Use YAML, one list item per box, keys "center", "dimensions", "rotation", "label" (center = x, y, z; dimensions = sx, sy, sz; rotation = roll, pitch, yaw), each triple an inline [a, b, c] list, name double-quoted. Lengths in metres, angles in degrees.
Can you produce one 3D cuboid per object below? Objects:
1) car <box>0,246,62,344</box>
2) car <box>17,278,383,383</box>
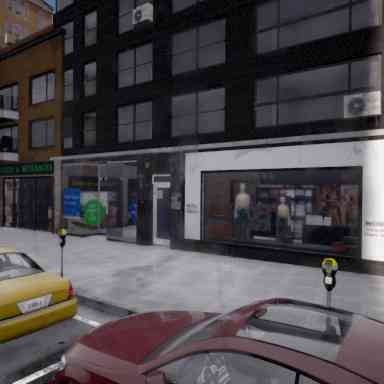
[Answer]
- center: [-4.065, 1.523, 5.977]
  dimensions: [4.829, 1.417, 1.752]
  rotation: [0, 1, 36]
  label: "car"
- center: [0.621, 1.582, 2.634]
  dimensions: [4.206, 1.307, 1.802]
  rotation: [0, 1, 36]
  label: "car"
